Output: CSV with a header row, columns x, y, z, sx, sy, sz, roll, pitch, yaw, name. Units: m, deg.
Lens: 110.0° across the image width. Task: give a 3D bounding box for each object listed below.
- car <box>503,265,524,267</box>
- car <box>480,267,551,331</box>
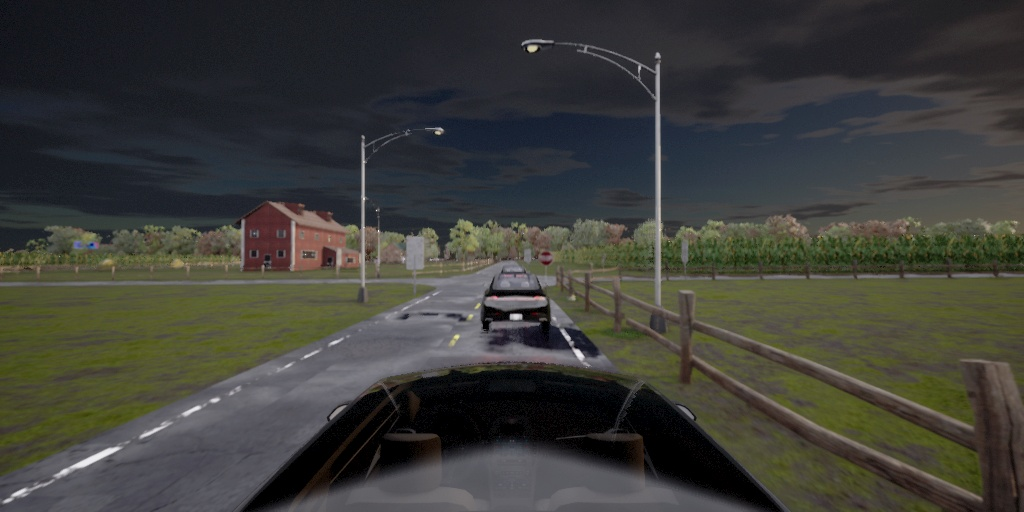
x,y,z,sx,sy,sz,roll,pitch,yaw,name
0.096,1.289,21.732,2.128,1.511,4.902,0,0,0,car
0.099,1.264,11.096,2.128,1.511,4.902,0,0,0,car
